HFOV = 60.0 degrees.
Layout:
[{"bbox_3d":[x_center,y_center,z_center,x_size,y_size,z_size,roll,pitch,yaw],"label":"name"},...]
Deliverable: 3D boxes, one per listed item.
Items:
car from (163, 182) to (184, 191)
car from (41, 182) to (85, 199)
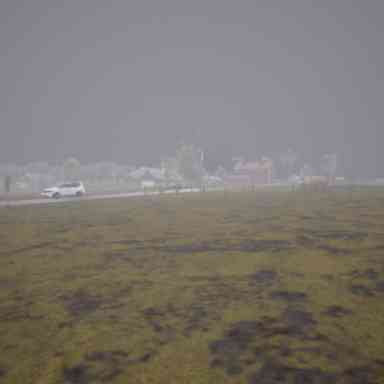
[{"bbox_3d":[-3.406,-0.976,61.470,1.837,1.490,4.892,1,3,36],"label":"car"},{"bbox_3d":[-16.673,-0.205,43.458,2.150,2.045,5.566,1,3,37],"label":"car"}]
